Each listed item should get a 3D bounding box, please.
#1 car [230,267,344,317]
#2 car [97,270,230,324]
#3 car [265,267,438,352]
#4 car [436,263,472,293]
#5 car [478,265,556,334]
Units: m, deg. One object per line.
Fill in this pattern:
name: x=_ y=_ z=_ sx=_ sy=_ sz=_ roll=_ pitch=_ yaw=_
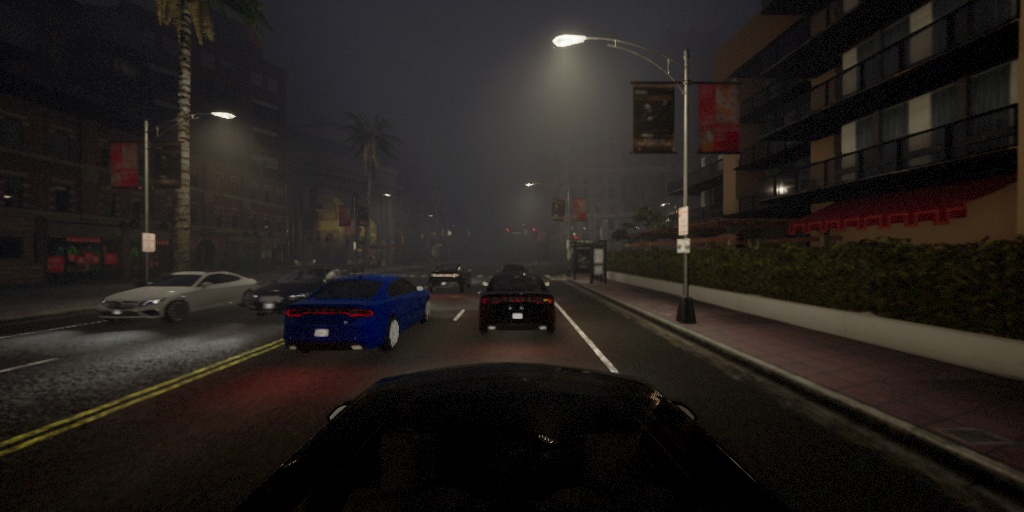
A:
car: x=-7.063 y=1.182 z=12.897 sx=2.128 sy=1.511 sz=4.902 roll=0 pitch=0 yaw=0
car: x=-10.569 y=1.221 z=11.930 sx=1.812 sy=1.442 sz=4.674 roll=0 pitch=0 yaw=0
car: x=-3.372 y=1.190 z=8.821 sx=1.882 sy=1.535 sz=5.008 roll=0 pitch=0 yaw=0
car: x=-3.361 y=1.145 z=20.057 sx=2.128 sy=1.511 sz=4.902 roll=0 pitch=0 yaw=0
car: x=0.123 y=1.181 z=10.479 sx=1.882 sy=1.535 sz=5.008 roll=0 pitch=0 yaw=0
